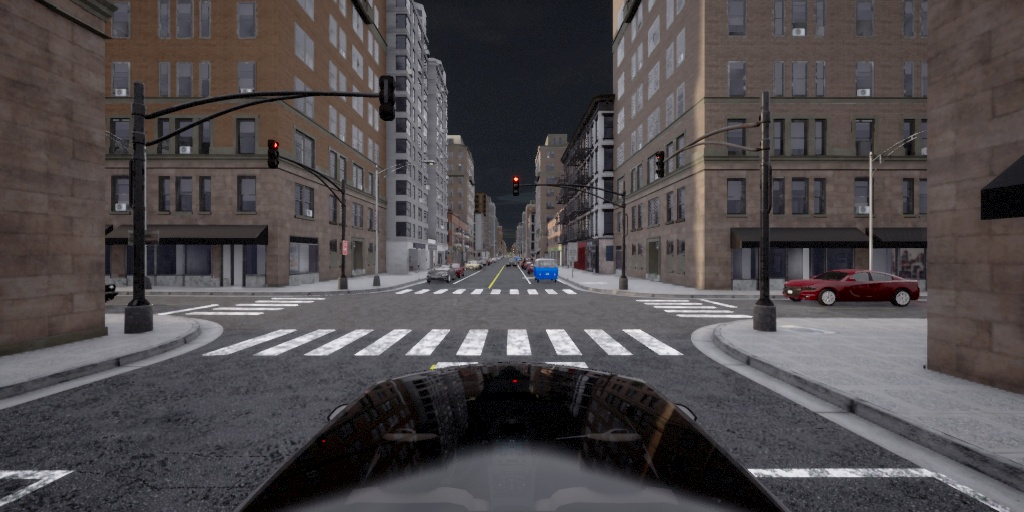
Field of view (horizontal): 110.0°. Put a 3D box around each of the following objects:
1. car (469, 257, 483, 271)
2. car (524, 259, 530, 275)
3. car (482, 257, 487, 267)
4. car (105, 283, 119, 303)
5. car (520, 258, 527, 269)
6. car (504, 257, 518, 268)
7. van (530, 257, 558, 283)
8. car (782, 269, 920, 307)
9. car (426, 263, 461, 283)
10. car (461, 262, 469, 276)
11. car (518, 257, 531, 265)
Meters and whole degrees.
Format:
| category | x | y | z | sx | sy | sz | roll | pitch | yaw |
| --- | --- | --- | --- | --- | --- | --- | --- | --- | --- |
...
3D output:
| category | x | y | z | sx | sy | sz | roll | pitch | yaw |
| --- | --- | --- | --- | --- | --- | --- | --- | --- | --- |
| car | -5.508 | 1.269 | 50.471 | 1.751 | 1.417 | 4.829 | 0 | 0 | 0 |
| car | 2.544 | 1.330 | 39.304 | 1.802 | 1.307 | 4.207 | 0 | 0 | 0 |
| car | -5.522 | 1.306 | 56.323 | 1.948 | 1.339 | 4.313 | 0 | 0 | 0 |
| car | -17.231 | 1.254 | 12.735 | 4.718 | 1.301 | 1.895 | 0 | 0 | -2 |
| car | 2.516 | 1.326 | 50.667 | 1.802 | 1.307 | 4.207 | 0 | 0 | 0 |
| car | -0.050 | 1.337 | 61.551 | 1.895 | 1.301 | 4.718 | 0 | 0 | 0 |
| van | 2.572 | 1.089 | 27.942 | 1.690 | 1.789 | 3.998 | 0 | 0 | 0 |
| car | 14.781 | 1.326 | 15.813 | 5.008 | 1.535 | 1.882 | 0 | 0 | 1 |
| car | -5.453 | 1.299 | 27.913 | 2.007 | 1.370 | 4.403 | 0 | 0 | 0 |
| car | -5.466 | 1.293 | 33.595 | 1.888 | 1.381 | 4.507 | 0 | 0 | 0 |
| car | 2.503 | 1.055 | 56.349 | 2.192 | 1.841 | 5.009 | 0 | 0 | 0 |
